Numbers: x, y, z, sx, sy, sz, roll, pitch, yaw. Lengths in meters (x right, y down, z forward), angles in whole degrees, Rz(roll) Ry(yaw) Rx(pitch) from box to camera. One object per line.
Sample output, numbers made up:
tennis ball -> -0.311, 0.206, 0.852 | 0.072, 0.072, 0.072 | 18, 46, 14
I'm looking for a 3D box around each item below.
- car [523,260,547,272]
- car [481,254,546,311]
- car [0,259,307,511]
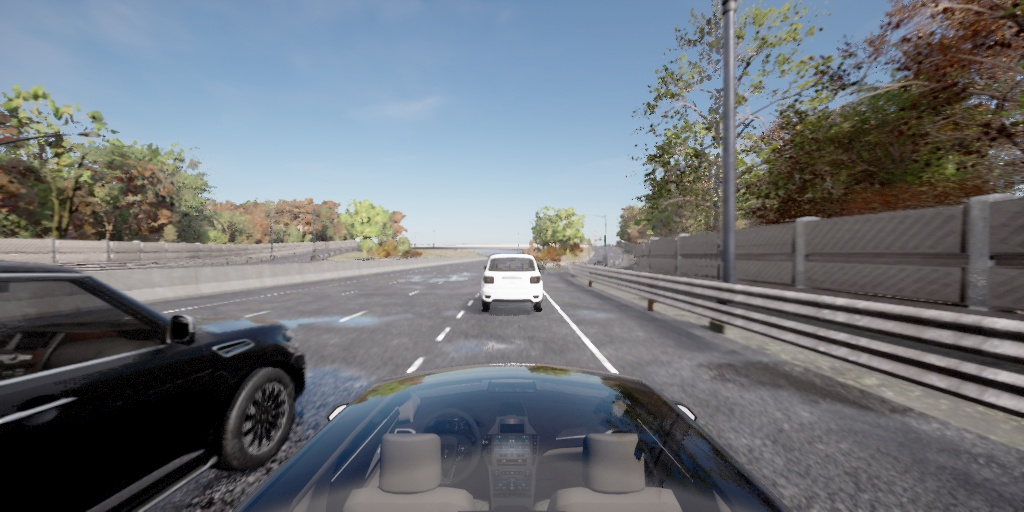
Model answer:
car -> 3.096, 1.363, 46.447 | 2.033, 1.411, 5.357 | 2, -2, 15
car -> -0.003, 0.961, 14.516 | 2.150, 2.045, 5.566 | 0, 0, 0
car -> -3.400, 0.971, 1.689 | 2.150, 2.045, 5.566 | 0, 0, 0
